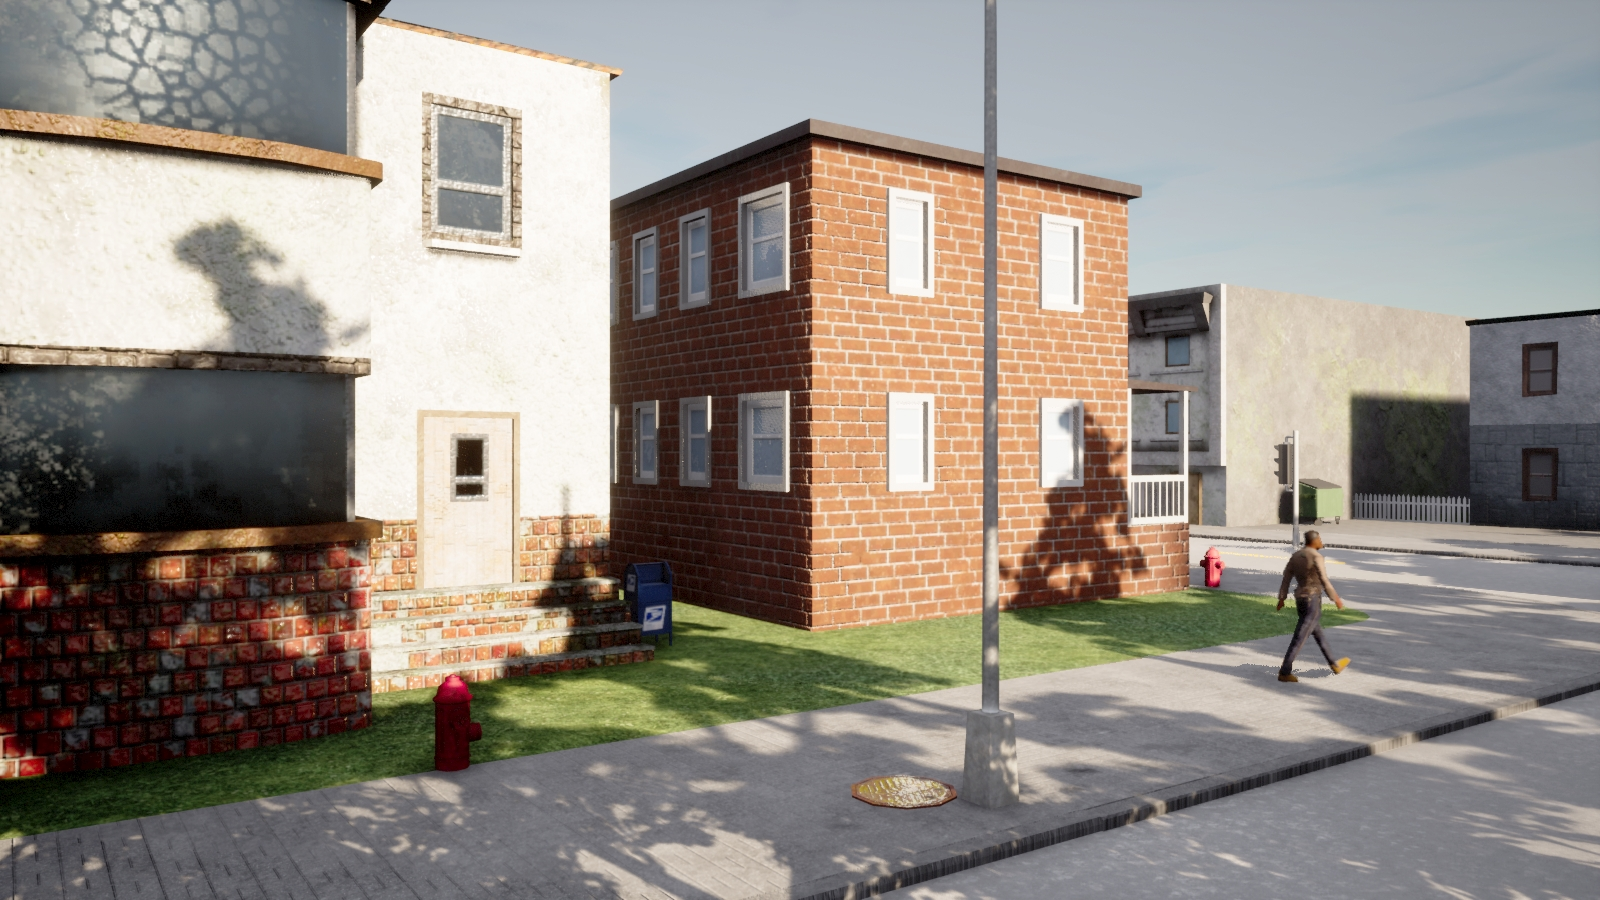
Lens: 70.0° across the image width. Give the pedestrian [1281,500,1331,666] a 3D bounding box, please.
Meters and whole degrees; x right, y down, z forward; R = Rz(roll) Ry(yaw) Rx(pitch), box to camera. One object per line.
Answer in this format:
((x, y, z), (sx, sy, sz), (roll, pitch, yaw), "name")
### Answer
((5.846, 1.517, 13.206), (0.375, 1.860, 0.375), (0, 0, -16), "pedestrian")
